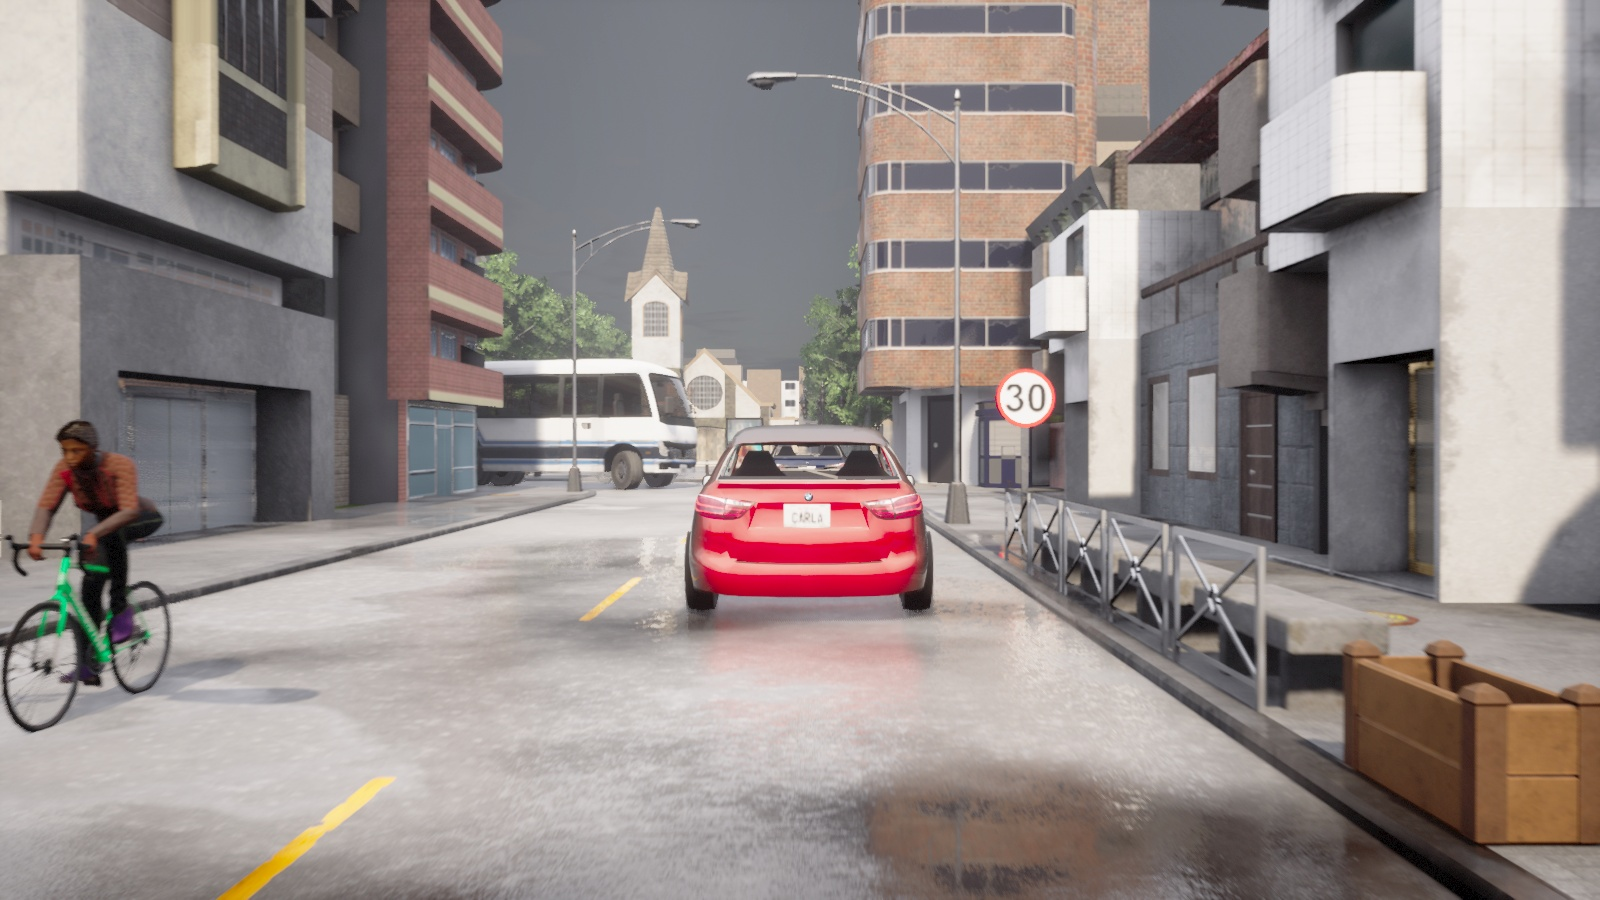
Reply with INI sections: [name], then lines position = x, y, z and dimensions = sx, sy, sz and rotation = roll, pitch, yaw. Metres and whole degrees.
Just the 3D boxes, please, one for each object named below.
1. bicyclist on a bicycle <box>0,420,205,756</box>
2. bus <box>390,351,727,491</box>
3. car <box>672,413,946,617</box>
[bicyclist on a bicycle]
position = -3.946, 0.657, 6.872
dimensions = 0.582, 1.620, 1.656
rotation = 0, 1, 0
[bus]
position = -7.947, -0.870, 41.690
dimensions = 10.273, 4.253, 3.944
rotation = 0, -1, 16
[car]
position = 0.085, 0.520, 12.595
dimensions = 2.242, 1.667, 4.611
rotation = 0, 0, 0
